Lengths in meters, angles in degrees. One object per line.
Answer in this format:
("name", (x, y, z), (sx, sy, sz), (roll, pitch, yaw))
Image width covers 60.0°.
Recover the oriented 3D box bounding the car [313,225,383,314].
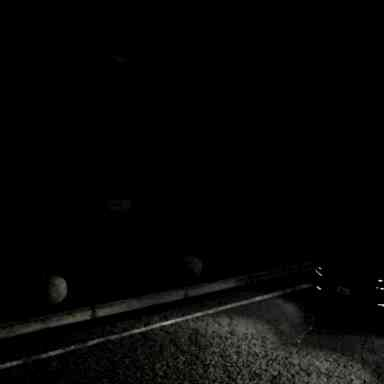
("car", (4.721, 1.481, 7.358), (5.008, 1.535, 1.882), (0, 0, -35))
